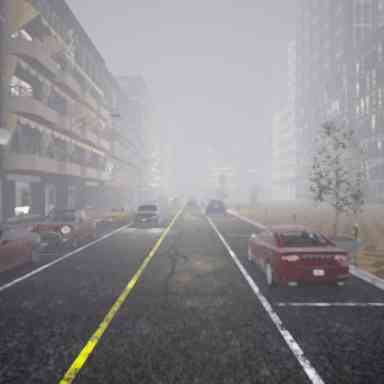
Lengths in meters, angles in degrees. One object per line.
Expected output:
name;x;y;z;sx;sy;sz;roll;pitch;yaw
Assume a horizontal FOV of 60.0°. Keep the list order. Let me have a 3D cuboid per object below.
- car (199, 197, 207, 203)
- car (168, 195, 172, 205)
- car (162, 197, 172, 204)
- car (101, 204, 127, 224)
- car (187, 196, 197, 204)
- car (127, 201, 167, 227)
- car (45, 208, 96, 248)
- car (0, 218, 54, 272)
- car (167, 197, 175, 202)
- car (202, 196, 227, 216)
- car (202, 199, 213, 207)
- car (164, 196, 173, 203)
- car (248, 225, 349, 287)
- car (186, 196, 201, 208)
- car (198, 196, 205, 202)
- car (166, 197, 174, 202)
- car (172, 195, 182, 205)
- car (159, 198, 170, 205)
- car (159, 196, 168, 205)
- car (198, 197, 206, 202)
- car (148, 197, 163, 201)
car;2.663;1.928;81.291;1.752;1.417;4.829;0;0;0
car;-5.715;1.622;64.542;2.192;1.841;5.009;0;0;0
car;-5.716;1.920;75.594;2.008;1.369;4.403;0;0;0
car;-5.702;1.635;25.685;1.752;1.417;4.829;0;0;0
car;-0.017;1.670;70.132;1.882;1.535;5.008;0;0;0
car;-3.105;1.606;23.868;1.837;1.490;4.892;0;0;0
car;-5.700;1.502;14.802;1.967;1.590;4.097;0;0;0
car;-5.698;1.621;9.275;1.802;1.307;4.206;0;0;0
car;-5.720;2.013;92.173;1.887;1.381;4.507;0;0;0
car;2.377;1.506;34.351;2.097;1.767;4.553;0;0;0
car;2.669;1.860;59.016;1.802;1.307;4.206;0;0;0
car;-5.718;1.841;81.120;1.967;1.590;4.097;0;0;0
car;2.682;1.584;9.277;1.887;1.381;4.507;0;0;0
car;-0.014;1.815;53.958;1.994;1.385;4.181;0;0;0
car;2.659;1.909;92.176;1.967;1.590;4.097;0;0;0
car;-5.719;2.000;86.646;1.947;1.339;4.313;0;0;0
car;-3.031;1.810;65.087;1.837;1.490;4.892;0;0;0
car;-5.714;1.888;70.067;2.008;1.369;4.403;0;0;0
car;-5.712;1.802;58.845;1.752;1.417;4.829;0;0;0
car;2.661;2.001;86.649;1.947;1.339;4.313;0;0;0
car;-5.709;1.764;47.961;1.887;1.381;4.507;0;0;0
